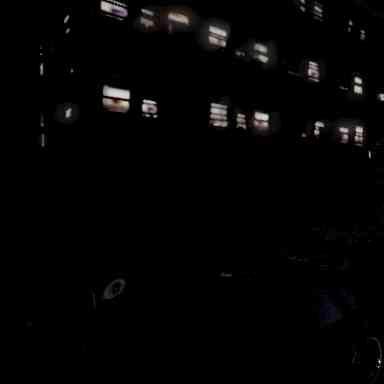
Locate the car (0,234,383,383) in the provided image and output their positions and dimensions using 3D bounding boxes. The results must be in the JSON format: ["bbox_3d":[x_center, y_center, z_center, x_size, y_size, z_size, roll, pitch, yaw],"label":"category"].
[{"bbox_3d":[0.375,1.534,3.639,5.357,1.411,2.033,0,0,-35],"label":"car"}]

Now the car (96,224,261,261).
[{"bbox_3d":[-0.196,1.419,6.392,4.097,1.590,1.967,0,0,-35],"label":"car"}]

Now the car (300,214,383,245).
[{"bbox_3d":[4.368,1.496,9.642,4.403,1.369,2.008,0,0,-35],"label":"car"}]
